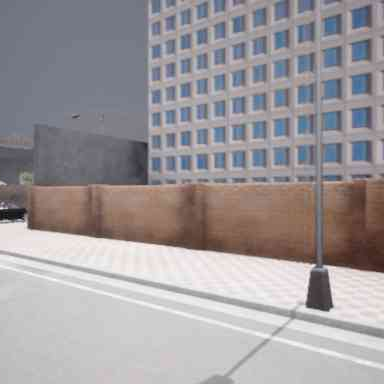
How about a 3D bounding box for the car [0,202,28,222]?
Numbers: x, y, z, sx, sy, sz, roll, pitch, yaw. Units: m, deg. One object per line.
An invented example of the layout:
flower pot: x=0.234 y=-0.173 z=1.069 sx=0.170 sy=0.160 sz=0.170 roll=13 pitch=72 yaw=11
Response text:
car: x=-13.605 y=1.467 z=23.700 sx=2.128 sy=1.511 sz=4.902 roll=0 pitch=0 yaw=29
